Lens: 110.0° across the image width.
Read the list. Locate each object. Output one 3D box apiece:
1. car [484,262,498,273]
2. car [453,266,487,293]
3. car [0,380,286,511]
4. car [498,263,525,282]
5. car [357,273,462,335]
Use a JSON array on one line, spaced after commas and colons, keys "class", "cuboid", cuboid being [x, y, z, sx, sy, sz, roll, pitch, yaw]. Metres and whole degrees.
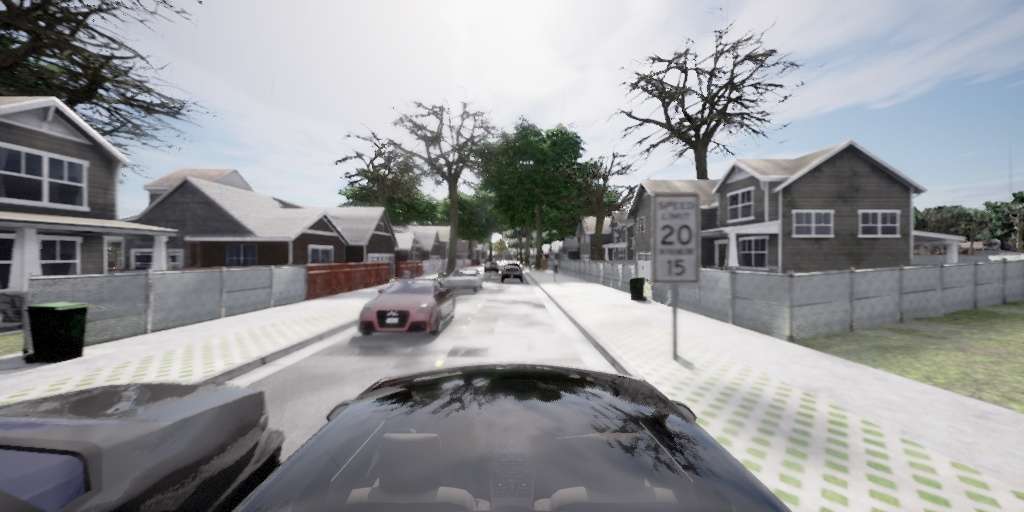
[{"class": "car", "cuboid": [-2.746, 1.505, 48.659, 1.882, 1.535, 5.008, 0, 0, 0]}, {"class": "car", "cuboid": [-2.837, 1.455, 21.824, 1.895, 1.301, 4.718, 0, 0, 0]}, {"class": "car", "cuboid": [-2.820, 1.291, 0.424, 2.033, 1.411, 5.357, 0, 0, 4]}, {"class": "car", "cuboid": [0.011, 1.408, 30.971, 1.837, 1.490, 4.892, 0, -1, 0]}, {"class": "car", "cuboid": [-2.844, 1.358, 10.529, 1.994, 1.385, 4.181, 0, 0, 0]}]
